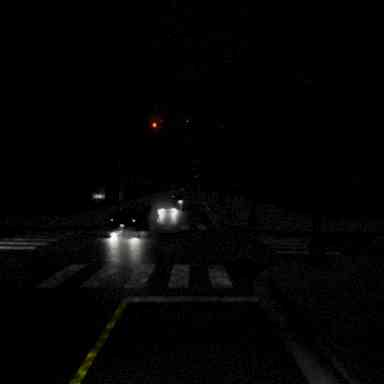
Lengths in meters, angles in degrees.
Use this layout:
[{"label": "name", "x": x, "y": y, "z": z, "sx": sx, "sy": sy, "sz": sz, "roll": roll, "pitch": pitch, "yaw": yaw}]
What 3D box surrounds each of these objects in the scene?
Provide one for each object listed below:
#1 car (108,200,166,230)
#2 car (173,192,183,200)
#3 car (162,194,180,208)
[{"label": "car", "x": -3.468, "y": 1.460, "z": 21.064, "sx": 2.033, "sy": 1.411, "sz": 5.357, "roll": 0, "pitch": 1, "yaw": 9}, {"label": "car", "x": -2.787, "y": 0.704, "z": 62.270, "sx": 1.837, "sy": 1.490, "sz": 4.892, "roll": 0, "pitch": 1, "yaw": 0}, {"label": "car", "x": -2.857, "y": 1.225, "z": 40.367, "sx": 1.895, "sy": 1.301, "sz": 4.718, "roll": 0, "pitch": 1, "yaw": 0}]
